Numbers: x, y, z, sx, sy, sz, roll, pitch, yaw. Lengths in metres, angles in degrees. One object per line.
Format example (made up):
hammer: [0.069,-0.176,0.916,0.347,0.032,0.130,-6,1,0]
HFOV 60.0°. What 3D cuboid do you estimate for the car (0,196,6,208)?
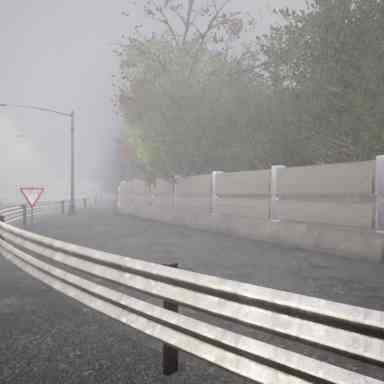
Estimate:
car: [-26.491,1.598,43.828,1.895,1.301,4.718,0,0,-8]
